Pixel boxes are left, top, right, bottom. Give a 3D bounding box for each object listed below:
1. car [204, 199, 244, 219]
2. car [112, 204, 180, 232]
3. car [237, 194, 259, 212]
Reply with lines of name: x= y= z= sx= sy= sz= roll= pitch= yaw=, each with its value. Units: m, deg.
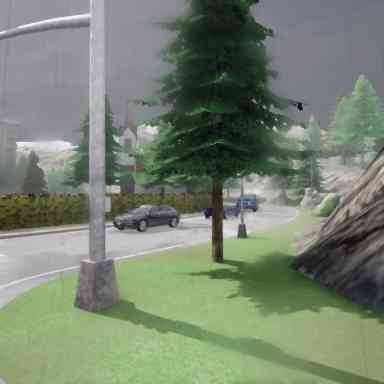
car: x=2.723 y=1.601 z=29.124 sx=1.895 sy=1.301 sz=4.718 roll=0 pitch=0 yaw=26
car: x=-2.655 y=1.505 z=20.337 sx=1.837 sy=1.490 sz=4.892 roll=0 pitch=0 yaw=35
car: x=6.522 y=1.221 z=38.802 sx=2.150 sy=2.045 sz=5.566 roll=0 pitch=0 yaw=16
